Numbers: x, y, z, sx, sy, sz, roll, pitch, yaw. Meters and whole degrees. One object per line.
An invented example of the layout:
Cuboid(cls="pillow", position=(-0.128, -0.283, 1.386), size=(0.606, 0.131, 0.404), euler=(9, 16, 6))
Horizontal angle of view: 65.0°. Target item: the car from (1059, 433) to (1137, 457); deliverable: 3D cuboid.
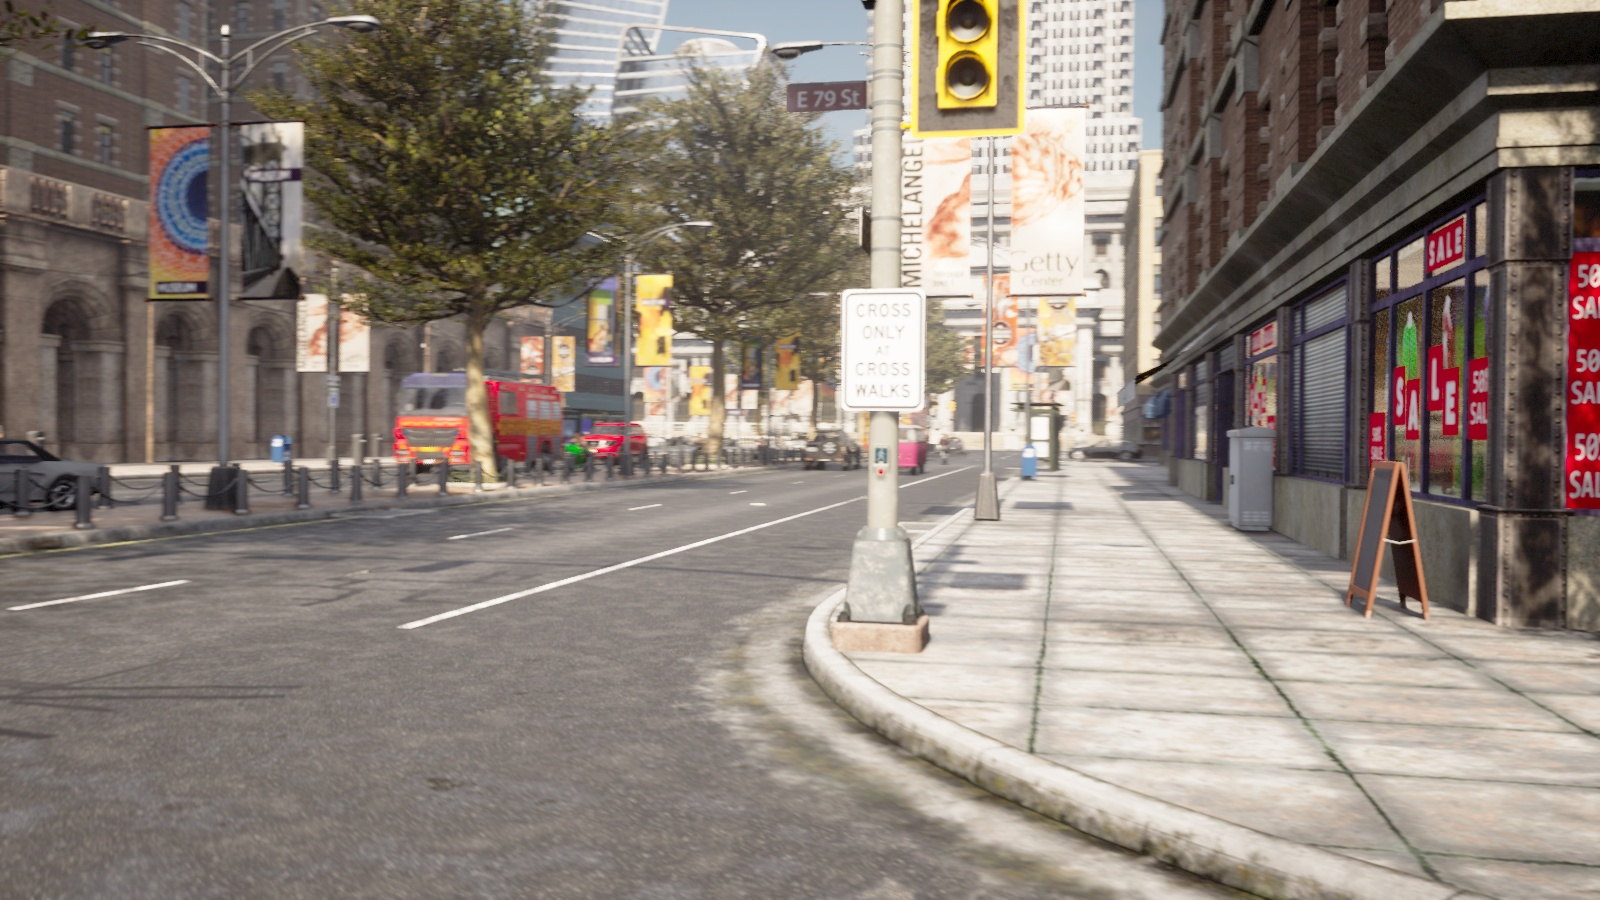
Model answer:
Cuboid(cls="car", position=(19.326, -0.320, 81.461), size=(4.792, 1.488, 2.163), euler=(0, 1, 18))

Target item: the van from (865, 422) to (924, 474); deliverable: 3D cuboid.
Cuboid(cls="van", position=(3.845, -0.109, 50.574), size=(1.775, 1.987, 4.442), euler=(0, 1, 12))

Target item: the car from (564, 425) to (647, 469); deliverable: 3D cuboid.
Cuboid(cls="car", position=(-9.344, -0.160, 60.792), size=(2.150, 2.045, 5.566), euler=(0, 1, 12))

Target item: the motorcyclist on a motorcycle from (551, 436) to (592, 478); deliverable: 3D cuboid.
Cuboid(cls="motorcyclist on a motorcycle", position=(-8.586, 0.248, 47.301), size=(0.797, 1.523, 2.044), euler=(0, 1, 12))

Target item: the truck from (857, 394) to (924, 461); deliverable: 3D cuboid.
Cuboid(cls="truck", position=(5.553, -1.322, 75.876), size=(2.891, 3.827, 8.468), euler=(0, 1, 12))

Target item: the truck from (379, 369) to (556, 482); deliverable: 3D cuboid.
Cuboid(cls="truck", position=(-12.207, -0.870, 47.110), size=(2.891, 3.827, 8.468), euler=(0, 1, 12))

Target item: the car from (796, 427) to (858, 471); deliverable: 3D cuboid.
Cuboid(cls="car", position=(1.242, -0.078, 55.225), size=(1.932, 1.855, 4.605), euler=(0, 1, 12))

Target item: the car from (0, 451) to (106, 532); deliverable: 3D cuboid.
Cuboid(cls="car", position=(-14.066, 0.704, 20.723), size=(1.895, 1.301, 4.718), euler=(0, 1, 13))

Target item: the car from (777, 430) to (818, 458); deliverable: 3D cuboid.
Cuboid(cls="car", position=(-0.118, -0.433, 87.835), size=(1.932, 1.855, 4.605), euler=(0, 1, 12))
